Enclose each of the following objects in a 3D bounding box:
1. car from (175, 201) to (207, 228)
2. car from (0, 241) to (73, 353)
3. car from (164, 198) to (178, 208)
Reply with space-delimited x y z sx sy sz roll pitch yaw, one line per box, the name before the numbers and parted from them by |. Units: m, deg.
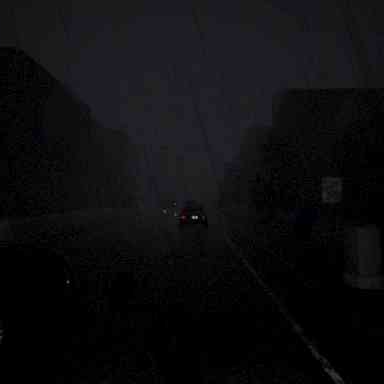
car | 0.080 1.598 22.751 2.033 1.411 5.357 0 0 0
car | -3.597 1.577 5.609 1.994 1.385 4.181 0 0 0
car | -3.090 1.628 49.248 1.882 1.535 5.008 0 0 -1
